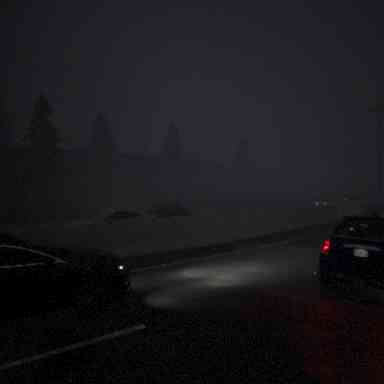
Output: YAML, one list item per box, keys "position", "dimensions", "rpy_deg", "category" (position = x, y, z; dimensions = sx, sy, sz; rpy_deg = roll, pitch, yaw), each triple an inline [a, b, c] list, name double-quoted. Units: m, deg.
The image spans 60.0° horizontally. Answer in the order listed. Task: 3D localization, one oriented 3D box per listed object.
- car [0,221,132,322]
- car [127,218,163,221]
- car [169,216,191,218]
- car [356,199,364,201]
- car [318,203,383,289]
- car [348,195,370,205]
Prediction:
- position: [-3.471, 1.487, 5.745]
  dimensions: [4.902, 1.511, 2.128]
  rpy_deg: [-1, 1, -36]
  category: "car"
- position: [-3.565, 1.462, 14.821]
  dimensions: [4.674, 1.442, 1.812]
  rpy_deg: [-1, 1, -41]
  category: "car"
- position: [-2.178, 1.363, 20.703]
  dimensions: [5.008, 1.535, 1.882]
  rpy_deg: [-1, 1, -43]
  category: "car"
- position: [10.417, 1.312, 18.231]
  dimensions: [1.812, 1.442, 4.674]
  rpy_deg: [0, 1, 43]
  category: "car"
- position: [5.072, 1.253, 8.208]
  dimensions: [4.553, 1.767, 2.097]
  rpy_deg: [-1, 0, -41]
  category: "car"
- position: [23.101, 1.090, 46.013]
  dimensions: [1.895, 1.301, 4.718]
  rpy_deg: [0, 0, 37]
  category: "car"
